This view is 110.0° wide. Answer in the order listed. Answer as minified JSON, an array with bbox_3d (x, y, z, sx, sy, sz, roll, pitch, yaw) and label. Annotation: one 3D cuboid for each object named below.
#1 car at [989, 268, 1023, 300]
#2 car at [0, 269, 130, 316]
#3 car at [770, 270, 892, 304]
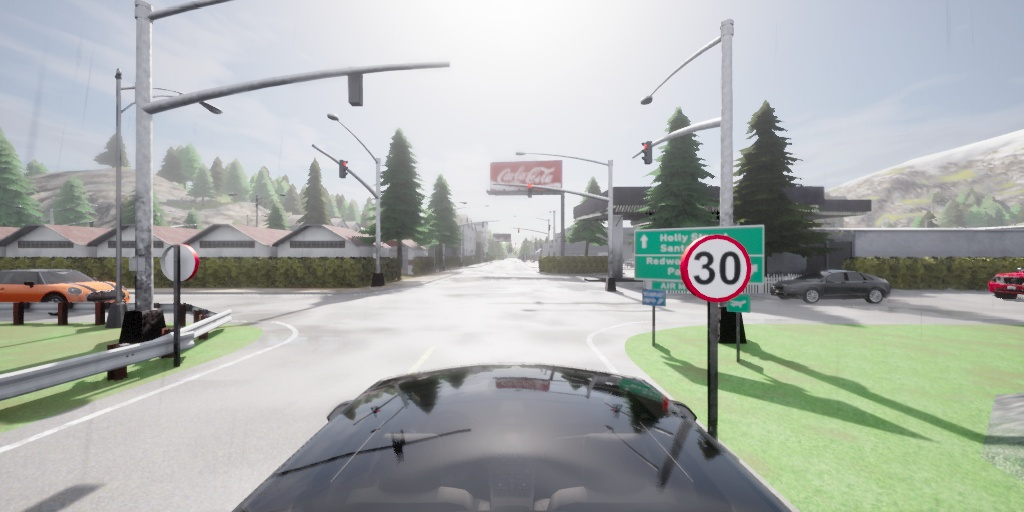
[{"bbox_3d":[26.597,1.164,17.112,5.566,2.045,2.150,0,0,0],"label":"car"},{"bbox_3d":[-17.966,1.294,14.022,4.553,1.767,2.097,0,0,1],"label":"car"},{"bbox_3d":[15.212,1.446,17.262,4.892,1.490,1.837,0,0,1],"label":"car"}]
